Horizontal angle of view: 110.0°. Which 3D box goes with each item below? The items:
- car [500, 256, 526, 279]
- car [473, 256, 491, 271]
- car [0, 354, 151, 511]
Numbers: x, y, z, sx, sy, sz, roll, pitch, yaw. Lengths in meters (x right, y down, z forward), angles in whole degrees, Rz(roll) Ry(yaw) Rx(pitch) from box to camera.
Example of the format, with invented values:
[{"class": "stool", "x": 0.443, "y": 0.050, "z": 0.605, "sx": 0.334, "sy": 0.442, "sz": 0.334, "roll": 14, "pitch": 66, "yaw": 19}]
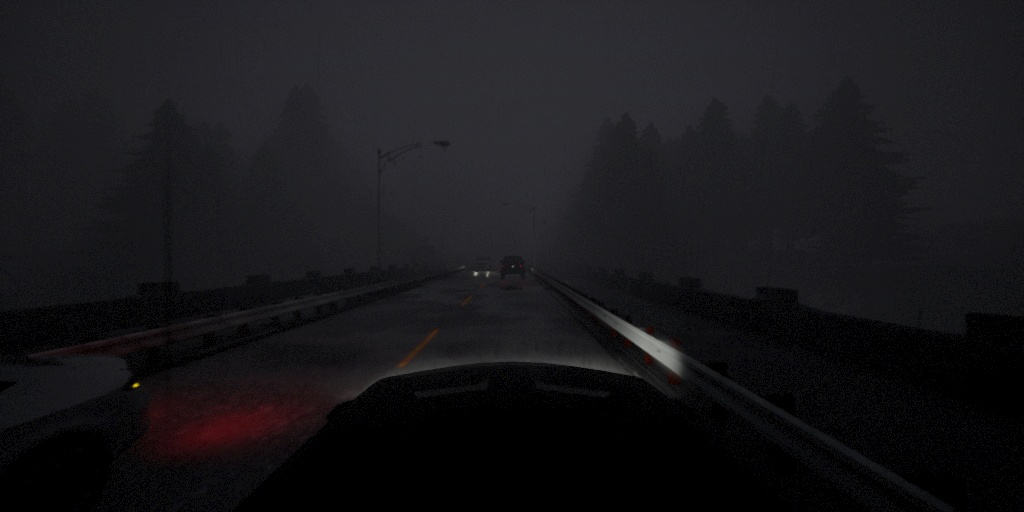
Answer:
[{"class": "car", "x": 0.083, "y": 0.993, "z": 33.451, "sx": 2.150, "sy": 2.045, "sz": 5.566, "roll": 0, "pitch": 0, "yaw": 0}, {"class": "car", "x": -4.072, "y": 0.997, "z": 50.189, "sx": 2.150, "sy": 2.045, "sz": 5.566, "roll": 0, "pitch": 0, "yaw": 1}, {"class": "car", "x": -4.102, "y": 1.275, "z": 1.247, "sx": 1.812, "sy": 1.442, "sz": 4.674, "roll": 0, "pitch": 0, "yaw": 0}]
